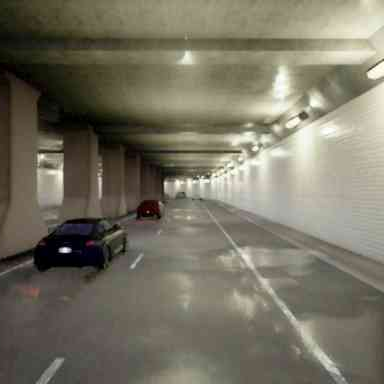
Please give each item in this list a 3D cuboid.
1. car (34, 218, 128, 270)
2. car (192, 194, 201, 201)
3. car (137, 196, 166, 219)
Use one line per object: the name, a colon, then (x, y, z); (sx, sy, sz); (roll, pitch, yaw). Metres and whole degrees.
car: (-3.399, 1.523, 10.906); (1.994, 1.385, 4.181); (0, 0, 0)
car: (1.124, 1.243, 77.282); (1.812, 1.442, 4.674); (0, 0, -3)
car: (-3.398, 1.374, 28.013); (1.882, 1.535, 5.008); (0, 0, 0)
